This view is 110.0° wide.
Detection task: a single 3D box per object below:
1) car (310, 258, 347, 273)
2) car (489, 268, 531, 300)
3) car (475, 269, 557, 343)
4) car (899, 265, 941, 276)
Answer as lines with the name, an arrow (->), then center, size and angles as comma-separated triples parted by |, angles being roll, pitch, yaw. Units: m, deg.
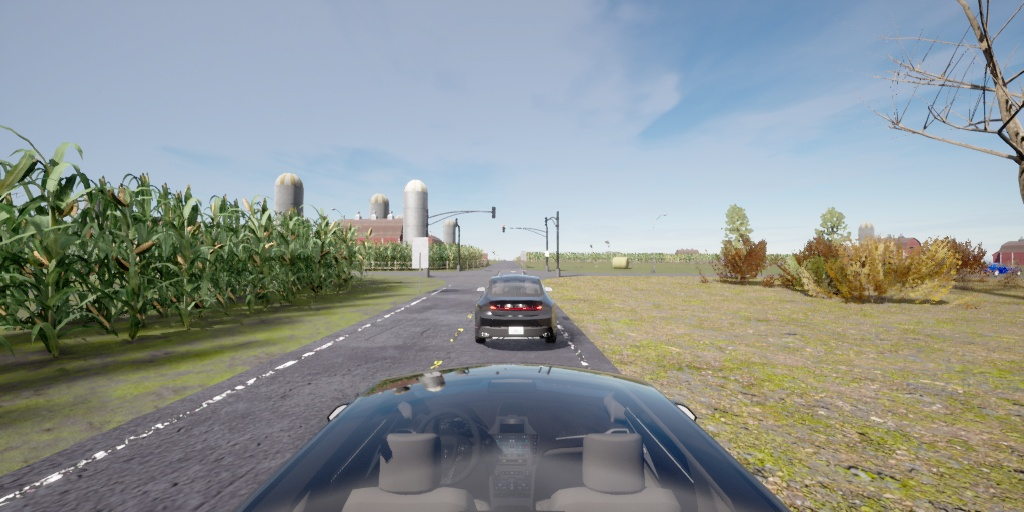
car -> -19.832, 0.930, 37.646 | 4.553, 1.767, 2.097 | 0, -1, -3
car -> 0.031, 1.360, 18.813 | 1.895, 1.301, 4.718 | 0, 0, 4
car -> 0.079, 1.259, 9.662 | 1.837, 1.490, 4.892 | 0, 0, 0
car -> 48.555, 1.768, 42.531 | 4.181, 1.385, 1.994 | 1, -1, -5
